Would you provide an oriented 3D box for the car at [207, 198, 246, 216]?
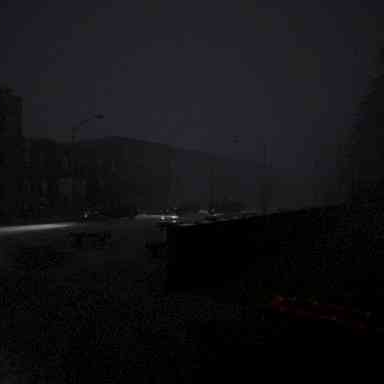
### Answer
[{"bbox_3d":[3.374,1.491,32.770,2.128,1.511,4.902,0,0,36],"label":"car"}]

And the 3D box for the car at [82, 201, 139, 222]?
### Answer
[{"bbox_3d":[-6.353,1.492,26.386,2.128,1.511,4.902,0,0,36],"label":"car"}]

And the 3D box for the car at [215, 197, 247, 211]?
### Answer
[{"bbox_3d":[5.017,1.478,42.219,1.882,1.535,5.008,0,0,36],"label":"car"}]

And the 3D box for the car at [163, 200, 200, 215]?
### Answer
[{"bbox_3d":[-0.980,1.526,33.881,1.812,1.442,4.674,0,0,36],"label":"car"}]
